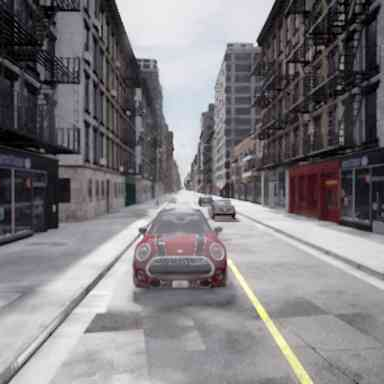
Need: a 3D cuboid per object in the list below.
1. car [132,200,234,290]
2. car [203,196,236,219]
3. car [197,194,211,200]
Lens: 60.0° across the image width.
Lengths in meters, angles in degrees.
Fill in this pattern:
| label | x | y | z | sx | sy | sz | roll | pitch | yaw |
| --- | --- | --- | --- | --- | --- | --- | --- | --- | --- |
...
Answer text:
| label | x | y | z | sx | sy | sz | roll | pitch | yaw |
| --- | --- | --- | --- | --- | --- | --- | --- | --- | --- |
| car | -0.306 | 1.271 | 9.032 | 2.097 | 1.767 | 4.553 | 0 | 0 | -2 |
| car | 2.287 | 1.310 | 26.230 | 2.033 | 1.411 | 5.357 | 0 | 1 | -1 |
| car | 1.799 | 1.075 | 44.759 | 2.128 | 1.511 | 4.902 | 0 | 0 | -1 |
